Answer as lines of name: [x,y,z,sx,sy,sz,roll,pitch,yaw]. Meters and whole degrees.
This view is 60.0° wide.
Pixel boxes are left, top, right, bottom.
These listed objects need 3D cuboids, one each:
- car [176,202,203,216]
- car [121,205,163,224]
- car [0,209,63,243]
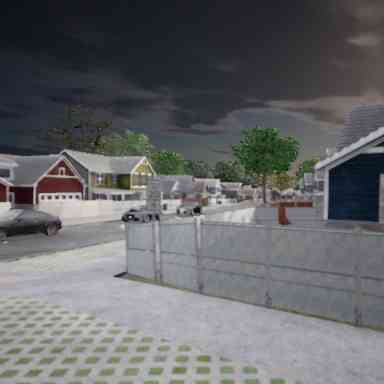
car: [-0.217,1.837,37.484,2.128,1.511,4.902,1,0,20]
car: [-4.050,1.792,27.509,1.994,1.385,4.181,1,0,21]
car: [-8.773,1.623,16.894,1.812,1.442,4.674,1,0,27]
